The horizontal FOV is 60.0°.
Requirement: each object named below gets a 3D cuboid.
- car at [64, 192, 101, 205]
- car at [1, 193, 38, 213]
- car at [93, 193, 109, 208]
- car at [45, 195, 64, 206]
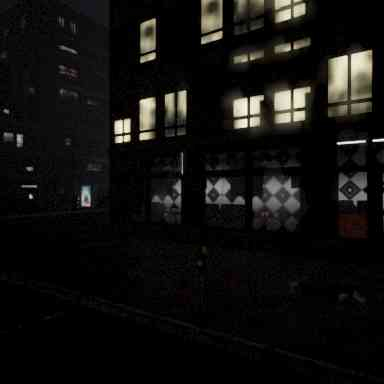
[{"bbox_3d":[-13.552,0.810,43.023,2.097,1.767,4.553,0,1,35],"label":"car"},{"bbox_3d":[-16.185,1.027,29.106,2.192,1.841,5.009,1,2,35],"label":"car"},{"bbox_3d":[-9.837,1.070,38.210,1.947,1.339,4.313,1,2,35],"label":"car"},{"bbox_3d":[-16.745,1.071,42.954,1.802,1.307,4.206,1,2,35],"label":"car"}]
